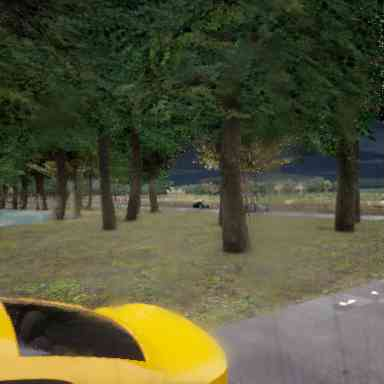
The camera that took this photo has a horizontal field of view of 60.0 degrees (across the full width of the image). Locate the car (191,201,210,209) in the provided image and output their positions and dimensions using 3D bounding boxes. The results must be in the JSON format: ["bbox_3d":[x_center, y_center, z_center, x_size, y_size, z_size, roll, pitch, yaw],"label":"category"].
[{"bbox_3d":[1.722,2.711,70.633,2.097,1.767,4.553,0,-1,-35],"label":"car"}]

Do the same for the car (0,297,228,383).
[{"bbox_3d":[-2.028,1.471,1.624,5.008,1.535,1.882,1,0,-35],"label":"car"}]

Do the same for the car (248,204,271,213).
[{"bbox_3d":[10.540,2.680,53.220,1.994,1.385,4.181,0,-1,-35],"label":"car"}]
